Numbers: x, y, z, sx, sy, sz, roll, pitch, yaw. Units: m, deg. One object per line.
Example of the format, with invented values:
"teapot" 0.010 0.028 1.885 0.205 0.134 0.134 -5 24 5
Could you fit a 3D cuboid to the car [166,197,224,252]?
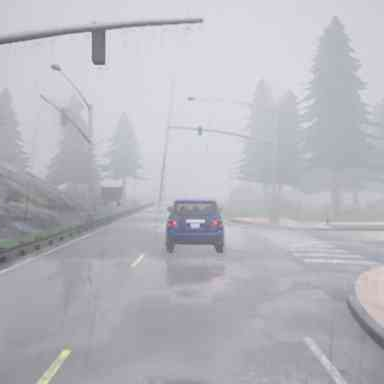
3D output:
"car" 0.113 1.225 14.079 2.150 2.045 5.566 1 0 0
